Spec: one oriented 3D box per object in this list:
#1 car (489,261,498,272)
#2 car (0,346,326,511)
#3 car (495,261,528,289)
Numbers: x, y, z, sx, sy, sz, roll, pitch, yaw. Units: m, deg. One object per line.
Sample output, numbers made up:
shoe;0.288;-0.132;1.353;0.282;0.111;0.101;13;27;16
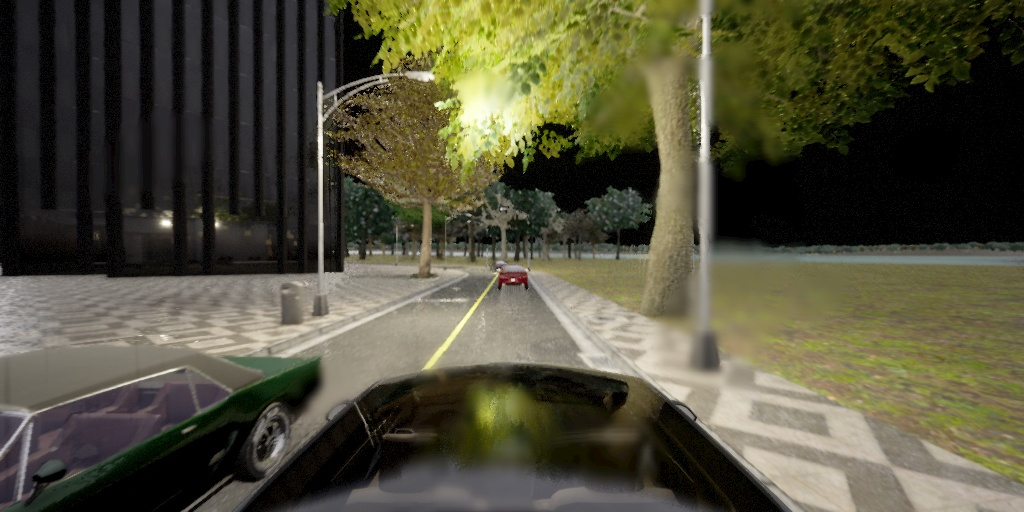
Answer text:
car;-1.795;1.369;47.729;1.812;1.442;4.674;0;0;-16
car;-3.096;1.351;1.927;1.895;1.301;4.718;0;0;0
car;0.070;1.311;24.248;1.882;1.535;5.008;0;0;0
